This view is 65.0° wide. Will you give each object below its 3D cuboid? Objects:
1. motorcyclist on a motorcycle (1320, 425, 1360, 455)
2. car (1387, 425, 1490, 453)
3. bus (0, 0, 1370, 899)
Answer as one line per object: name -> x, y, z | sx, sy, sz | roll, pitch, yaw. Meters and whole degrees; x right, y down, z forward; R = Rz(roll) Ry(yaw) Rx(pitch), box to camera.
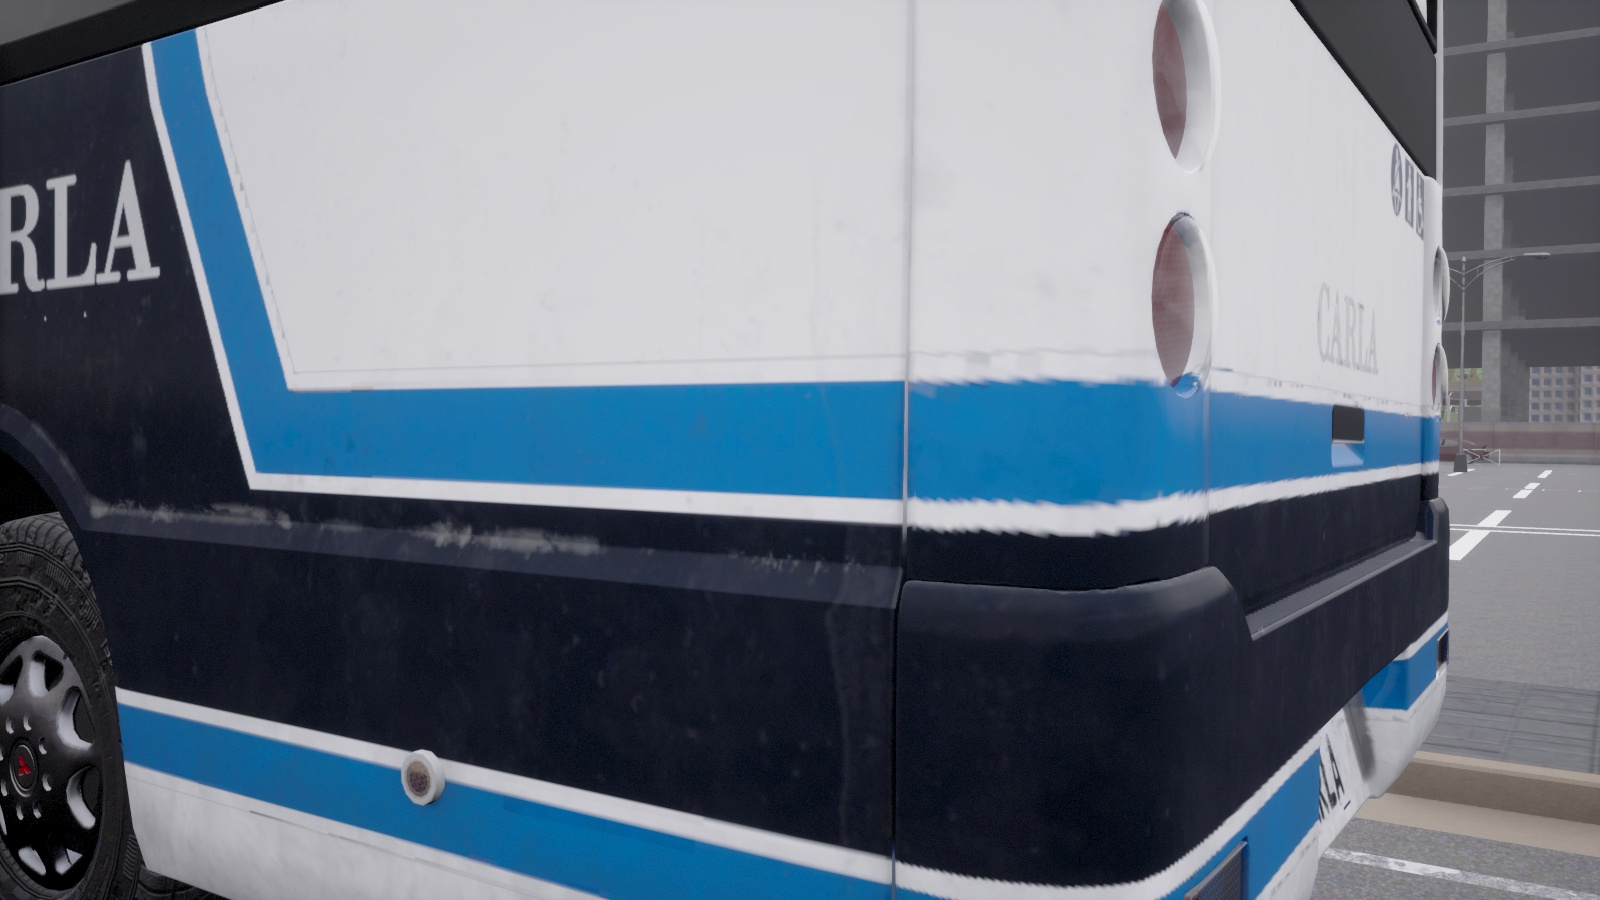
motorcyclist on a motorcycle -> 28.671, -0.540, 66.669 | 1.817, 1.590, 0.866 | 0, 1, 32
car -> 35.835, -0.633, 70.471 | 5.008, 1.535, 1.882 | 0, 1, 32
bus -> -3.296, -0.694, 5.768 | 10.273, 4.253, 3.944 | 0, 1, 33
